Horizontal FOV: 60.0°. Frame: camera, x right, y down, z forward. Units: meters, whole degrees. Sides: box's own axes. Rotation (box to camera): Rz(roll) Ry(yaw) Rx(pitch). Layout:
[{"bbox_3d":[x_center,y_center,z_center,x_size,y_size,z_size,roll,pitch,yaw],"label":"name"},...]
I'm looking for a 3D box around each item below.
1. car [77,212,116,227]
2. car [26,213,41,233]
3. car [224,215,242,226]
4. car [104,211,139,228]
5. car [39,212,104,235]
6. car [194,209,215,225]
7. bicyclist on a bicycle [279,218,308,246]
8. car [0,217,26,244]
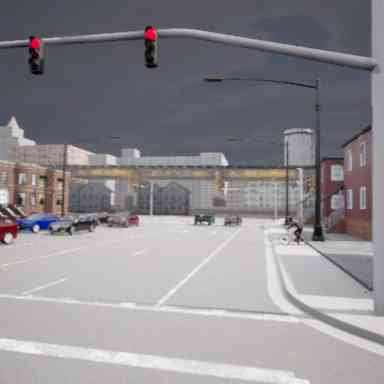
[{"bbox_3d":[-10.618,3.036,37.584,2.128,1.511,4.902,1,-3,12],"label":"car"},{"bbox_3d":[-12.712,2.525,27.801,1.882,1.535,5.008,1,-3,12],"label":"car"},{"bbox_3d":[5.452,3.714,44.072,2.033,1.411,5.357,0,-3,15],"label":"car"},{"bbox_3d":[-7.370,2.889,36.030,2.097,1.767,4.553,1,-3,12],"label":"car"},{"bbox_3d":[-9.412,2.544,26.488,2.128,1.511,4.902,1,-3,12],"label":"car"},{"bbox_3d":[1.713,3.337,44.592,2.150,2.045,5.566,1,-3,11],"label":"car"},{"bbox_3d":[5.968,2.336,19.560,1.656,1.620,0.582,0,-3,12],"label":"bicyclist on a bicycle"},{"bbox_3d":[-11.363,2.062,17.274,1.882,1.535,5.008,1,-3,12],"label":"car"}]
